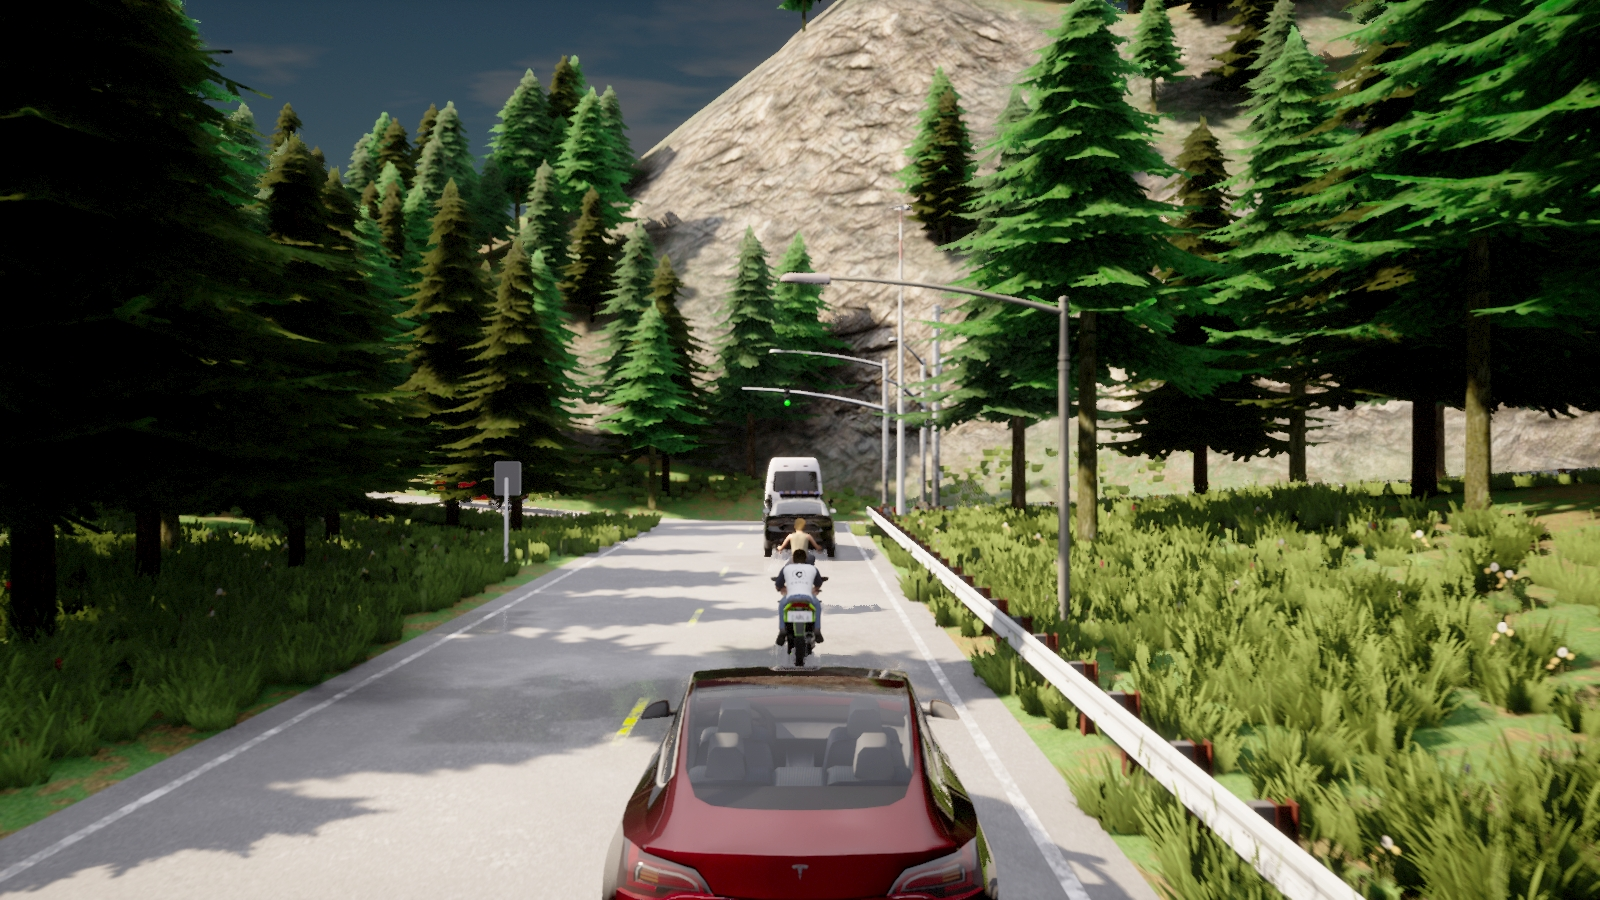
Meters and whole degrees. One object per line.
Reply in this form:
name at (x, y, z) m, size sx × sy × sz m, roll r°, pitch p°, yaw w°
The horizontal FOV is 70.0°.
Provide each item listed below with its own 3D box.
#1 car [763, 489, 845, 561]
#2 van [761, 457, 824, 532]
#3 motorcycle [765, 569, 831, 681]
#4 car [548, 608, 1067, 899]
car at (0.097, 1.998, 31.747) m, size 2.097 × 1.638 × 5.238 m, roll 0°, pitch 0°, yaw 0°
van at (-0.350, 1.555, 42.446) m, size 1.988 × 2.561 × 5.915 m, roll 0°, pitch 0°, yaw -4°
motorcycle at (-0.024, 2.220, 14.828) m, size 0.803 × 1.145 × 2.033 m, roll 0°, pitch 0°, yaw 0°
car at (0.029, 2.067, 7.159) m, size 2.163 × 1.488 × 4.792 m, roll 0°, pitch 0°, yaw 0°
